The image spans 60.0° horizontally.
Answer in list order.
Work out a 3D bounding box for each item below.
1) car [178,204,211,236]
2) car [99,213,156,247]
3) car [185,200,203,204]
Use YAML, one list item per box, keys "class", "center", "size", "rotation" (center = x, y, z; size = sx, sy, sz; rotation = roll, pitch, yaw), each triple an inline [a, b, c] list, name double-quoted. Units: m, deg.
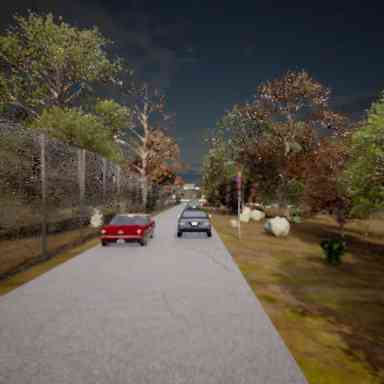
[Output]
- class: "car"
  center: [0.138, 1.654, 19.122]
  size: [2.033, 1.411, 5.357]
  rotation: [0, -1, 0]
- class: "car"
  center: [-2.824, 1.673, 15.452]
  size: [1.895, 1.301, 4.718]
  rotation: [0, 0, 0]
- class: "car"
  center: [0.234, 1.745, 40.023]
  size: [2.097, 1.767, 4.553]
  rotation: [0, -1, 0]
